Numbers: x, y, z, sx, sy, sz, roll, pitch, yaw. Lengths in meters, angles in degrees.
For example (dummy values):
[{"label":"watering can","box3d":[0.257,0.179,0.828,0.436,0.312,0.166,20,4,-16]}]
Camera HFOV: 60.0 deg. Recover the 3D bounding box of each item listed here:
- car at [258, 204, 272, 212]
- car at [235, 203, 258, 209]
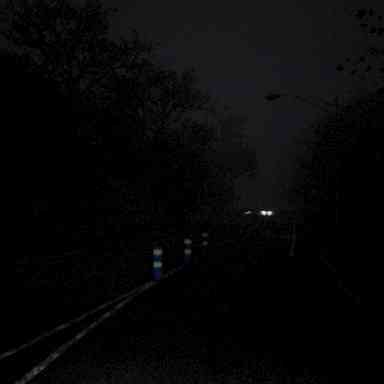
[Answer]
[{"label":"car","box3d":[15.727,3.358,69.607,2.128,1.511,4.902,0,-2,16]},{"label":"car","box3d":[15.420,4.188,93.097,5.366,1.575,1.946,0,-3,16]}]
